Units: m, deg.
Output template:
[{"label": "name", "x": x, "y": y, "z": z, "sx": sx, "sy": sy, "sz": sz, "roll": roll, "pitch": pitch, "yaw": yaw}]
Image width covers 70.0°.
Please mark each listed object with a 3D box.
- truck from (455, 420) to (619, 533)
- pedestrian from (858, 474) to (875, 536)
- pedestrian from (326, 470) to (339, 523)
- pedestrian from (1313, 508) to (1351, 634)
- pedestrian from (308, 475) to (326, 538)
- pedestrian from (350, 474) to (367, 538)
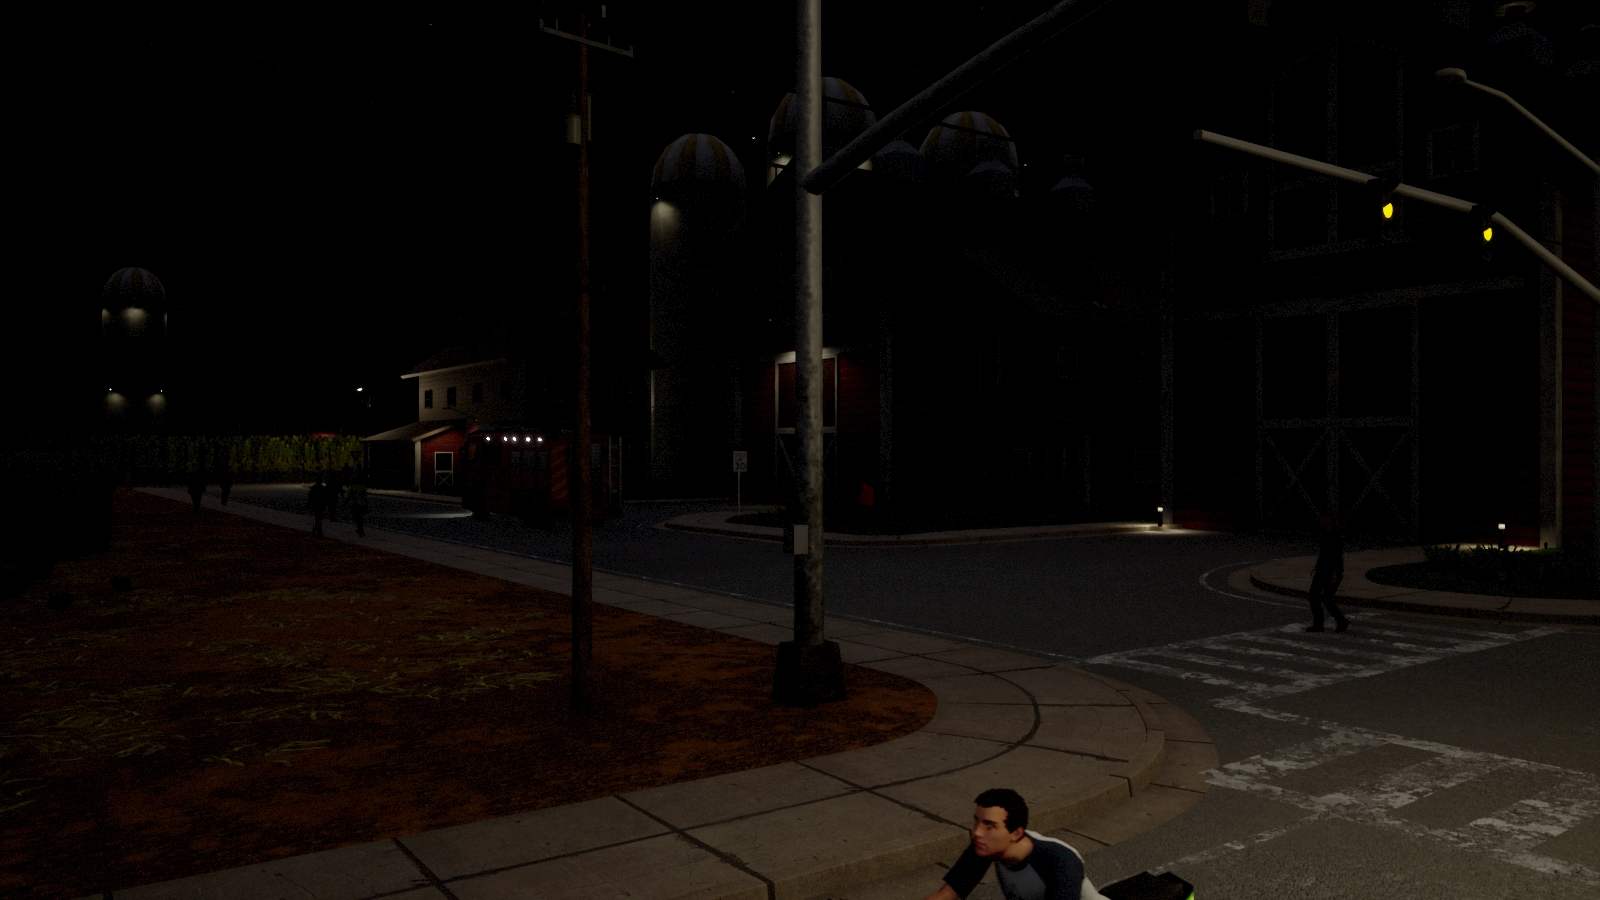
[{"label": "truck", "x": -10.062, "y": 0.818, "z": 42.924, "sx": 2.891, "sy": 3.827, "sz": 8.468, "roll": -1, "pitch": 1, "yaw": -36}, {"label": "pedestrian", "x": 1.993, "y": 1.655, "z": 34.422, "sx": 0.375, "sy": 1.860, "sz": 0.375, "roll": 0, "pitch": 0, "yaw": 33}, {"label": "pedestrian", "x": -16.773, "y": 1.664, "z": 40.982, "sx": 0.375, "sy": 1.860, "sz": 0.375, "roll": 0, "pitch": 0, "yaw": -29}, {"label": "pedestrian", "x": 8.023, "y": 1.812, "z": 17.242, "sx": 0.375, "sy": 1.860, "sz": 0.375, "roll": 0, "pitch": 0, "yaw": -10}, {"label": "pedestrian", "x": -14.357, "y": 1.666, "z": 33.956, "sx": 0.375, "sy": 1.860, "sz": 0.375, "roll": 0, "pitch": 0, "yaw": 41}, {"label": "pedestrian", "x": -13.173, "y": 1.665, "z": 34.088, "sx": 0.375, "sy": 1.860, "sz": 0.375, "roll": 0, "pitch": 0, "yaw": -36}]
